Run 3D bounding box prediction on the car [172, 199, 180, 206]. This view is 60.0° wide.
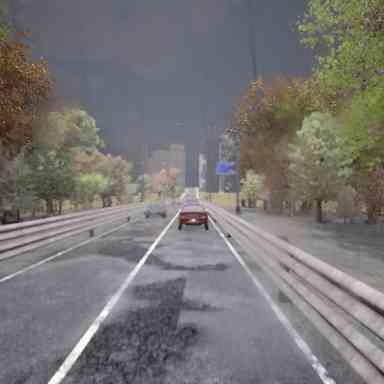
[{"bbox_3d":[-3.275,2.270,72.334,1.812,1.442,4.674,0,-1,0],"label":"car"}]

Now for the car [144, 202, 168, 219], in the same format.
[{"bbox_3d":[-3.349,1.718,31.780,1.837,1.490,4.892,0,-1,0],"label":"car"}]

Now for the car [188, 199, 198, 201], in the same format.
[{"bbox_3d":[0.092,1.713,41.774,2.097,1.767,4.553,0,-1,0],"label":"car"}]

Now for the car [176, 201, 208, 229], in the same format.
[{"bbox_3d":[0.090,1.588,22.662,1.882,1.535,5.008,0,-1,0],"label":"car"}]
